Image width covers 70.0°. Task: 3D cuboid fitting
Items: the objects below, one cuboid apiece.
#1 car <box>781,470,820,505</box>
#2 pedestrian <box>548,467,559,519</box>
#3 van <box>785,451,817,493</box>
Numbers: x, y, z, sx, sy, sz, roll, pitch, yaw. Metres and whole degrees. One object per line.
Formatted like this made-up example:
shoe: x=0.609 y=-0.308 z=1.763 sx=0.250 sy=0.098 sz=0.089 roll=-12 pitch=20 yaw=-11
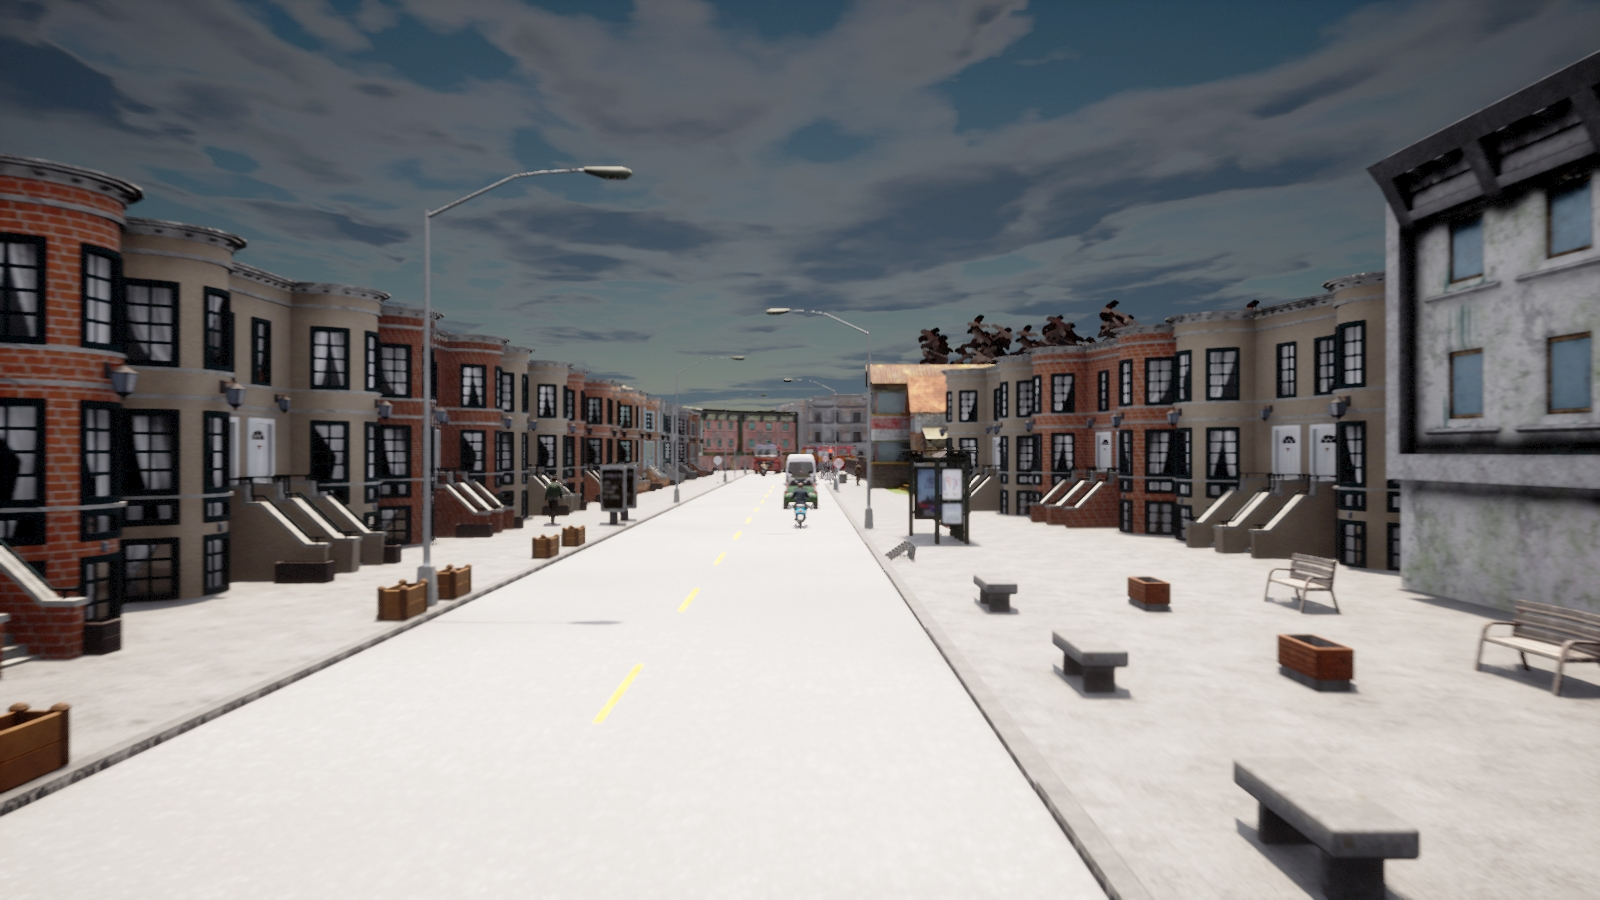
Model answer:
car: x=0.034 y=1.821 z=56.954 sx=1.851 sy=1.617 sz=3.988 roll=0 pitch=0 yaw=0
pedestrian: x=-8.948 y=1.555 z=41.465 sx=0.375 sy=1.860 sz=0.375 roll=0 pitch=0 yaw=-7
van: x=0.046 y=1.367 z=73.844 sx=1.988 sy=2.561 sz=5.915 roll=0 pitch=0 yaw=0
